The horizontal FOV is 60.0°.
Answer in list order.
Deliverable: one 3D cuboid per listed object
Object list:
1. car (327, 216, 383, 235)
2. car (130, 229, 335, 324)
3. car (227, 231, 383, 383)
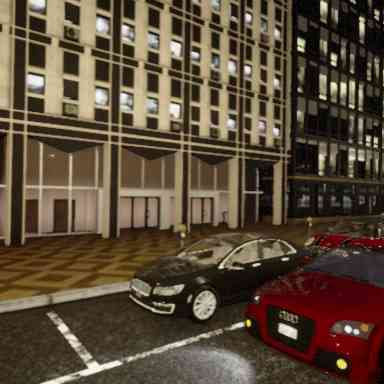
[{"bbox_3d":[5.297,1.524,10.342,4.097,1.590,1.967,1,0,-36],"label":"car"},{"bbox_3d":[0.842,1.590,7.157,4.403,1.369,2.008,1,0,-36],"label":"car"},{"bbox_3d":[2.847,1.608,5.418,4.181,1.385,1.994,1,0,-36],"label":"car"}]
